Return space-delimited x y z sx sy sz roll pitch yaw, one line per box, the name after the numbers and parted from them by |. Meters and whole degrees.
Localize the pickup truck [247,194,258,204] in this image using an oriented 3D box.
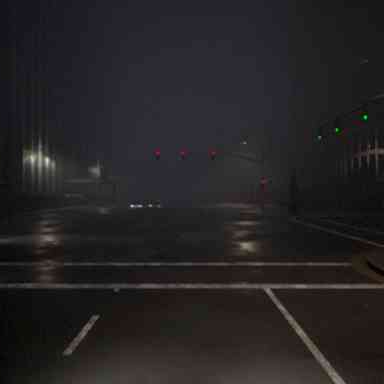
13.130 1.297 66.656 2.390 2.098 6.274 0 0 31 | pickup truck

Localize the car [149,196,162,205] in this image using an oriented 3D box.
-7.020 1.582 64.253 2.097 1.767 4.553 0 0 1 | car

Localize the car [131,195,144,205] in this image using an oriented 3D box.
-10.512 1.830 64.174 1.895 1.301 4.718 0 0 1 | car
